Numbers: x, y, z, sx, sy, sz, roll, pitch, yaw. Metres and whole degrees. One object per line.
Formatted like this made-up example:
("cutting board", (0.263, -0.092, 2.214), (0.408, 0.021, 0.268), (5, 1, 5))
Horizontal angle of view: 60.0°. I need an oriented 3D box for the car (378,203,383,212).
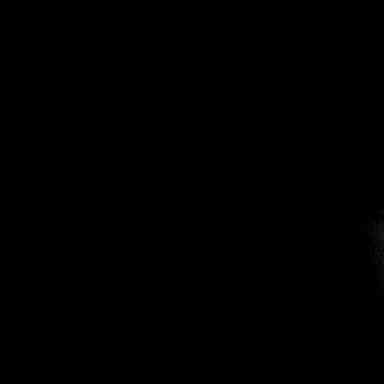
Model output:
("car", (23.520, 1.478, 37.159), (5.008, 1.535, 1.882), (0, -1, 3))
